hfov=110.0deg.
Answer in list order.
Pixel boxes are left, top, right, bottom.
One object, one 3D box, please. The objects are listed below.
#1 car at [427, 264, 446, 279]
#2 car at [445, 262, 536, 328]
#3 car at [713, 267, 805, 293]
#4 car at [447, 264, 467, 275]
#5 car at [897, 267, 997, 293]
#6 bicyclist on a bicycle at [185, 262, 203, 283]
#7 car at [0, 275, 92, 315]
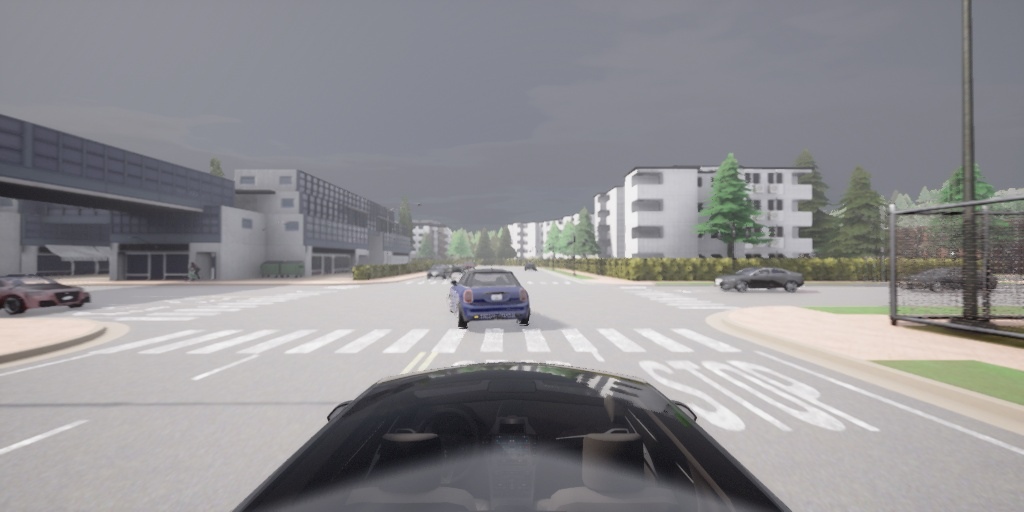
[{"bbox_3d":[-7.315,1.558,36.624,2.128,1.511,4.902,0,-1,1],"label":"car"},{"bbox_3d":[-0.946,1.195,12.072,2.097,1.767,4.553,0,-1,-14],"label":"car"},{"bbox_3d":[14.967,1.410,21.866,4.902,1.511,2.128,0,-1,0],"label":"car"},{"bbox_3d":[-7.376,1.775,48.453,1.895,1.301,4.718,0,-1,0],"label":"car"},{"bbox_3d":[26.440,1.427,21.937,4.892,1.490,1.837,0,-1,0],"label":"car"},{"bbox_3d":[-25.426,1.295,28.670,0.582,1.620,1.656,0,0,0],"label":"bicyclist on a bicycle"},{"bbox_3d":[-19.014,1.421,13.734,4.181,1.385,1.994,0,-1,0],"label":"car"}]
